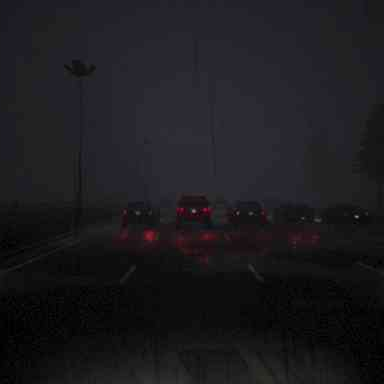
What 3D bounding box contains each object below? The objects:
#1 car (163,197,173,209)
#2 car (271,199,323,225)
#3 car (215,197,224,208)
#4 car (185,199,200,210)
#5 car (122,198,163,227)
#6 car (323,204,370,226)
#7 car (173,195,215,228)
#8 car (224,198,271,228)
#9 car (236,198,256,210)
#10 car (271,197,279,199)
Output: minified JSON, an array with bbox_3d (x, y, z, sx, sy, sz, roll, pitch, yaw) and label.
[{"bbox_3d":[-3.399,1.456,45.442,1.882,1.535,5.008,0,0,0],"label":"car"},{"bbox_3d":[7.099,1.481,23.656,2.128,1.511,4.902,0,0,0],"label":"car"},{"bbox_3d":[3.600,1.484,44.084,1.837,1.490,4.892,0,0,0],"label":"car"},{"bbox_3d":[0.099,1.580,43.495,1.895,1.301,4.718,0,0,0],"label":"car"},{"bbox_3d":[-3.399,1.341,22.937,2.097,1.767,4.553,0,0,0],"label":"car"},{"bbox_3d":[10.600,1.553,23.402,1.994,1.385,4.181,0,0,0],"label":"car"},{"bbox_3d":[0.102,1.210,22.314,2.150,2.045,5.566,0,0,0],"label":"car"},{"bbox_3d":[3.600,1.343,22.435,2.097,1.767,4.553,0,0,0],"label":"car"},{"bbox_3d":[7.100,1.543,44.248,1.994,1.385,4.181,0,0,0],"label":"car"},{"bbox_3d":[10.600,1.484,43.804,1.837,1.490,4.892,0,0,0],"label":"car"}]
